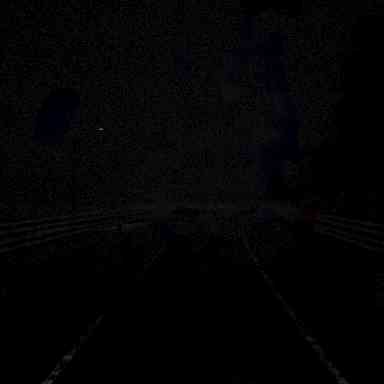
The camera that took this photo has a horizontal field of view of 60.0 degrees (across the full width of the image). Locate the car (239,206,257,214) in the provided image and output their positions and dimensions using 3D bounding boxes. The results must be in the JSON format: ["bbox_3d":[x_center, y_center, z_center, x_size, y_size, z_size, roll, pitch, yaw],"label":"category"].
[{"bbox_3d":[10.203,3.307,60.289,2.033,1.411,5.357,-1,-2,29],"label":"car"}]

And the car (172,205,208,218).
[{"bbox_3d":[-0.530,2.602,44.443,2.128,1.511,4.902,-1,-3,39],"label":"car"}]

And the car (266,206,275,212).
[{"bbox_3d":[19.161,4.180,81.130,1.895,1.301,4.718,0,-2,17],"label":"car"}]
